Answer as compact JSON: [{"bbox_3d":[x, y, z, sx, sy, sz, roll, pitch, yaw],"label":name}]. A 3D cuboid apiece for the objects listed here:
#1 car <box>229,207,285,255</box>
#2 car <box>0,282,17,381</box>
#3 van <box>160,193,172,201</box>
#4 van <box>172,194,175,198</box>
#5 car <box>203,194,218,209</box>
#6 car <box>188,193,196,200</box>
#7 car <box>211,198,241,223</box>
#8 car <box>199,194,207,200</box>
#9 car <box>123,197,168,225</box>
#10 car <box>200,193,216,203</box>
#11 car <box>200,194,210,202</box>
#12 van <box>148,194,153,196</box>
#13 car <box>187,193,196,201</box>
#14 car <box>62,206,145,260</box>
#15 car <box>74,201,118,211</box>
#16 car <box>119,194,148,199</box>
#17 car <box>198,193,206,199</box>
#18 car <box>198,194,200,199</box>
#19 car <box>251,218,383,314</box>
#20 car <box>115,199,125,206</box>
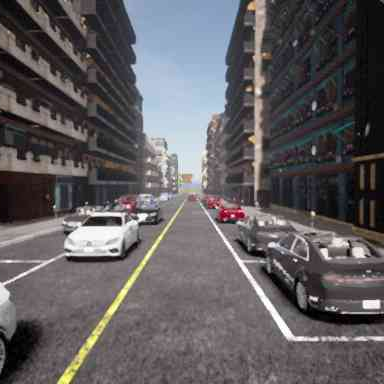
[{"bbox_3d":[2.794,1.487,12.918,2.008,1.369,4.403,-1,0,0],"label":"car"},{"bbox_3d":[-3.114,1.511,2.392,1.812,1.442,4.674,0,0,1],"label":"car"},{"bbox_3d":[-5.688,1.074,69.436,1.690,1.788,3.998,-1,0,0],"label":"van"},{"bbox_3d":[-5.690,1.042,80.700,1.690,1.788,3.998,-1,0,0],"label":"van"},{"bbox_3d":[2.667,1.370,41.176,1.887,1.381,4.507,-1,0,0],"label":"car"},{"bbox_3d":[-0.014,1.068,81.902,1.882,1.535,5.008,0,0,0],"label":"car"},{"bbox_3d":[2.689,1.434,24.182,1.887,1.381,4.507,-1,0,0],"label":"car"},{"bbox_3d":[2.661,1.226,80.768,1.752,1.417,4.829,-1,0,0],"label":"car"},{"bbox_3d":[-3.095,1.383,23.272,2.128,1.511,4.902,0,0,0],"label":"car"},{"bbox_3d":[2.662,1.120,46.808,2.192,1.841,5.009,-1,0,0],"label":"car"},{"bbox_3d":[2.660,1.173,69.334,1.967,1.590,4.097,-1,0,0],"label":"car"},{"bbox_3d":[-5.683,1.166,41.274,1.690,1.788,3.998,-1,0,0],"label":"van"},{"bbox_3d":[-0.011,1.201,71.482,1.882,1.535,5.008,0,0,0],"label":"car"},{"bbox_3d":[-3.102,1.465,12.309,1.812,1.442,4.674,0,0,0],"label":"car"},{"bbox_3d":[-5.845,1.462,18.744,2.008,1.369,4.403,-1,0,0],"label":"car"},{"bbox_3d":[-5.682,1.182,30.009,2.192,1.841,5.009,-1,0,0],"label":"car"},{"bbox_3d":[2.656,1.112,91.861,1.967,1.590,4.097,-1,0,0],"label":"car"},{"bbox_3d":[2.665,1.332,63.703,1.802,1.307,4.206,-1,0,0],"label":"car"},{"bbox_3d":[2.803,1.512,7.387,2.008,1.369,4.403,-1,0,0],"label":"car"},{"bbox_3d":[-5.846,1.455,24.376,1.947,1.339,4.313,-1,0,0],"label":"car"}]
